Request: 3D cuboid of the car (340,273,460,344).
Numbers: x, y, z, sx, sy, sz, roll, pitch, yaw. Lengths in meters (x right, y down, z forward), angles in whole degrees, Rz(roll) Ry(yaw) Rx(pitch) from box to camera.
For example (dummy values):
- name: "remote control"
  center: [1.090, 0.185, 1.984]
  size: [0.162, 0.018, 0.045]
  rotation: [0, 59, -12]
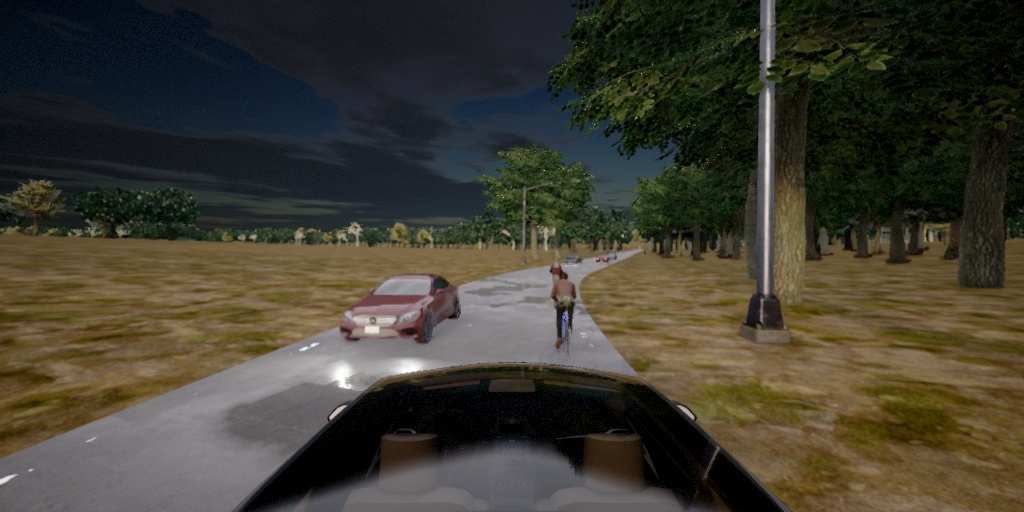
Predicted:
- name: "car"
  center: [-2.632, 1.203, 9.554]
  size: [1.812, 1.442, 4.674]
  rotation: [0, 1, 5]

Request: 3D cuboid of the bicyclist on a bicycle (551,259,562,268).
- name: "bicyclist on a bicycle"
  center: [2.006, 0.995, 16.120]
  size: [0.659, 1.776, 1.843]
  rotation: [1, 1, 8]

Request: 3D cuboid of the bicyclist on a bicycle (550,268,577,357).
- name: "bicyclist on a bicycle"
  center: [1.098, 1.163, 7.512]
  size: [0.582, 1.620, 1.656]
  rotation: [0, 0, 3]

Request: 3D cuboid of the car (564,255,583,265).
- name: "car"
  center: [9.049, 0.495, 52.439]
  size: [2.033, 1.411, 5.357]
  rotation: [1, 2, 21]

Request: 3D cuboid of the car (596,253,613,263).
- name: "car"
  center: [15.119, 0.454, 59.313]
  size: [1.895, 1.301, 4.718]
  rotation: [1, 2, 21]
